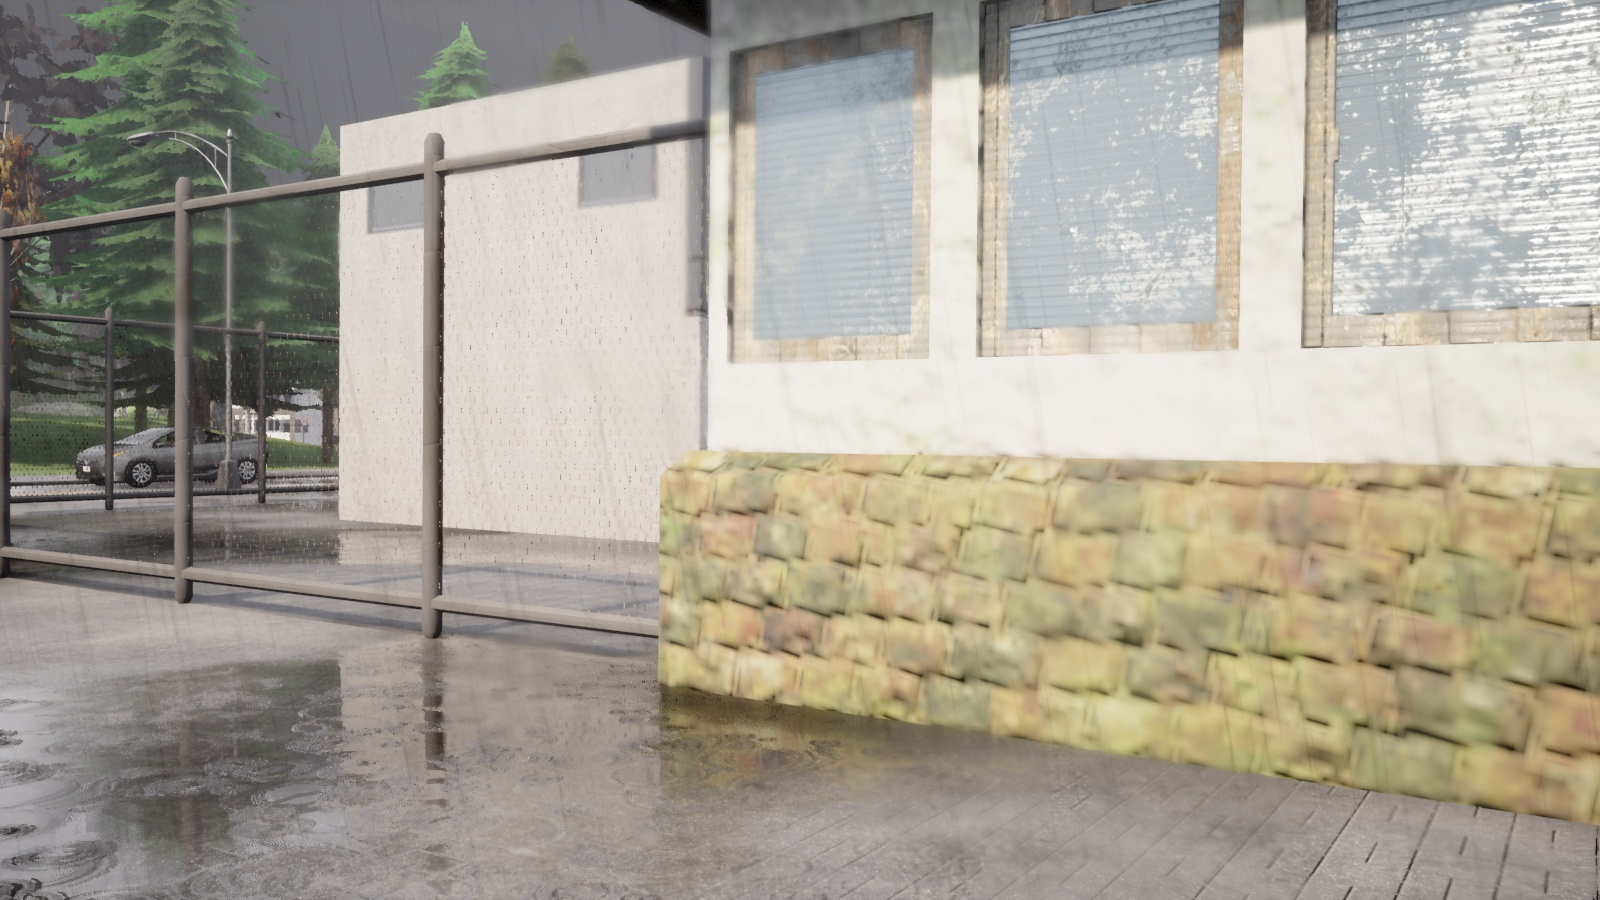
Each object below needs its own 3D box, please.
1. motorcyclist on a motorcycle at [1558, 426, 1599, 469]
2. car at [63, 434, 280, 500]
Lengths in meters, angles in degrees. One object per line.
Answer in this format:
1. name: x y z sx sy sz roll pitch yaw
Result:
1. motorcyclist on a motorcycle: 28.393 -0.103 44.861 2.191 1.530 0.866 0 1 33
2. car: -15.864 0.386 31.939 2.007 1.525 4.514 0 1 32
